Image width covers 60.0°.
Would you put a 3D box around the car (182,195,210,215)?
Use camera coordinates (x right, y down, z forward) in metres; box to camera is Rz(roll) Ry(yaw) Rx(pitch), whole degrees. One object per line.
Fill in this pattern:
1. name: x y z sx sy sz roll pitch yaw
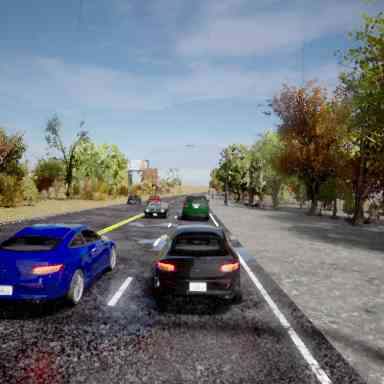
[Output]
1. car: 0.319 1.223 28.066 2.150 2.045 5.566 1 0 0

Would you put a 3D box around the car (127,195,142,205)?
1. car: -9.224 1.213 53.594 1.837 1.490 4.892 2 0 1

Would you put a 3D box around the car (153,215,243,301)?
1. car: 0.156 1.531 8.240 1.812 1.442 4.674 0 0 1

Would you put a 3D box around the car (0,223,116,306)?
1. car: -3.092 1.452 7.777 1.812 1.442 4.674 2 0 0

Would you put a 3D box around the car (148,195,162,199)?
1. car: -5.977 1.276 53.438 1.882 1.535 5.008 2 0 1

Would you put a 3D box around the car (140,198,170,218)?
1. car: -2.927 1.521 28.858 1.895 1.301 4.718 2 0 1
